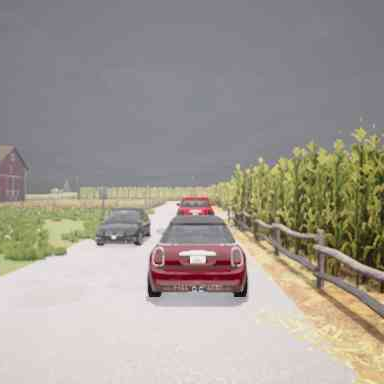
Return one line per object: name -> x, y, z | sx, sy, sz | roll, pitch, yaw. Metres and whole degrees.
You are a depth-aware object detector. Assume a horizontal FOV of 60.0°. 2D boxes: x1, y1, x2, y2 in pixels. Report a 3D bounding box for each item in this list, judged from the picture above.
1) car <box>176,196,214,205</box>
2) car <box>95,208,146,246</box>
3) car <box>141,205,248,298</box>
car -> 0.211, 1.280, 20.624 | 2.150, 2.045, 5.566 | 0, 0, 0
car -> -3.059, 1.546, 15.579 | 1.837, 1.490, 4.892 | 0, 0, 1
car -> 0.130, 1.376, 8.731 | 2.097, 1.767, 4.553 | 0, 0, 0
